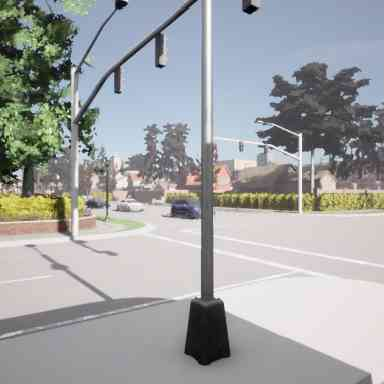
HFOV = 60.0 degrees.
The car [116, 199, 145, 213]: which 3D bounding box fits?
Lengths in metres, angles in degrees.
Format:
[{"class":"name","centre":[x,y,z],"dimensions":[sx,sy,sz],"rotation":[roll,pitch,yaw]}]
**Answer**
[{"class":"car","centre":[-7.109,1.525,37.979],"dimensions":[1.812,1.442,4.674],"rotation":[0,0,-36]}]

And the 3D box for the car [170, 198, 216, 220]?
[{"class":"car","centre":[0.004,1.351,28.016],"dimensions":[2.097,1.767,4.553],"rotation":[0,0,-34]}]

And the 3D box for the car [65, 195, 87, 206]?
[{"class":"car","centre":[-19.018,1.352,54.455],"dimensions":[2.097,1.767,4.553],"rotation":[0,0,-36]}]

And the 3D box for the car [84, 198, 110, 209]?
[{"class":"car","centre":[-13.172,1.547,46.357],"dimensions":[2.033,1.411,5.357],"rotation":[0,0,-36]}]
